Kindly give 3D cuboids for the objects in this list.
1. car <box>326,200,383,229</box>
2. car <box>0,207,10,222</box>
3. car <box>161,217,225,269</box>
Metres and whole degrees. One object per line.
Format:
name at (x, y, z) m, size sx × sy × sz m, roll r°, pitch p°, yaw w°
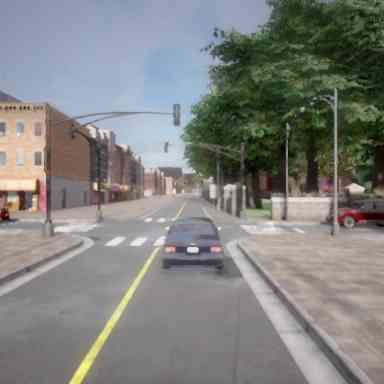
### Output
car at (11.718, 1.462, 22.336) m, size 5.009 × 1.841 × 2.192 m, roll 1°, pitch -1°, yaw 0°
car at (-14.714, 1.409, 22.419) m, size 4.507 × 1.381 × 1.887 m, roll 1°, pitch 0°, yaw 0°
car at (0.042, 1.549, 11.162) m, size 2.033 × 1.411 × 5.357 m, roll 0°, pitch 0°, yaw 0°
